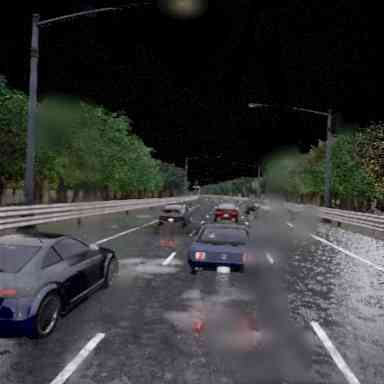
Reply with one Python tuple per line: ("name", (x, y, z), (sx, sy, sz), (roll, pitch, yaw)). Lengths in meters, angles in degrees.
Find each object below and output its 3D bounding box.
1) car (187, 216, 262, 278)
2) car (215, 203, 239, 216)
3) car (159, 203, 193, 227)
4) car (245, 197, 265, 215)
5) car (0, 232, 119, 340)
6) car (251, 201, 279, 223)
("car", (1.044, 1.680, 10.558), (1.895, 1.301, 4.718), (2, 0, 6))
("car", (2.947, 1.696, 28.411), (1.882, 1.535, 5.008), (2, 0, 6))
("car", (-1.084, 1.549, 23.590), (1.837, 1.490, 4.892), (2, 0, 6))
("car", (7.635, 1.670, 40.226), (2.150, 2.045, 5.566), (2, 0, 6))
("car", (-2.908, 1.475, 6.466), (1.994, 1.385, 4.181), (2, 0, 6))
("car", (6.557, 1.888, 29.503), (1.812, 1.442, 4.674), (2, 0, 7))
